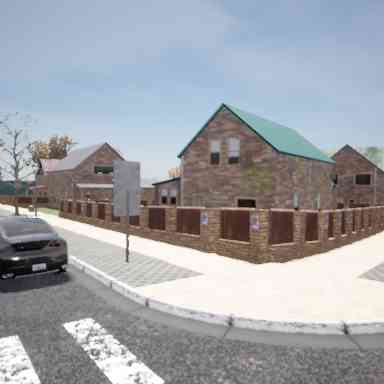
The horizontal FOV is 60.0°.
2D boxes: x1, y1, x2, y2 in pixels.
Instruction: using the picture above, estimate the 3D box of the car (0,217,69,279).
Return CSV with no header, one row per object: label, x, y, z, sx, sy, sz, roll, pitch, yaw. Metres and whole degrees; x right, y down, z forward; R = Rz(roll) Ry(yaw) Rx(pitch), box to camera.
car,-5.147,1.500,9.648,1.837,1.490,4.892,-1,1,-40
